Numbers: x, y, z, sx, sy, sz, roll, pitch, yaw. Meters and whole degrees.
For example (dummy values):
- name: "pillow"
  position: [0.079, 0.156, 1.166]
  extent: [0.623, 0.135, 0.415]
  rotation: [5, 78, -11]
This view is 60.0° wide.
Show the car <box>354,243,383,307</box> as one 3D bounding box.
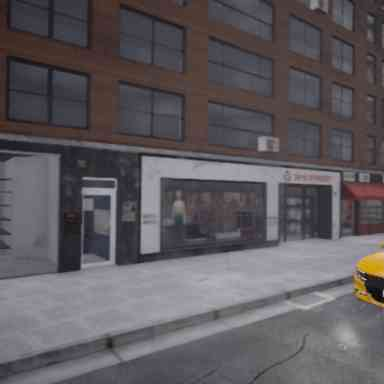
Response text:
- name: "car"
  position: [5.546, 1.586, 7.332]
  extent: [5.008, 1.535, 1.882]
  rotation: [1, -1, -35]
